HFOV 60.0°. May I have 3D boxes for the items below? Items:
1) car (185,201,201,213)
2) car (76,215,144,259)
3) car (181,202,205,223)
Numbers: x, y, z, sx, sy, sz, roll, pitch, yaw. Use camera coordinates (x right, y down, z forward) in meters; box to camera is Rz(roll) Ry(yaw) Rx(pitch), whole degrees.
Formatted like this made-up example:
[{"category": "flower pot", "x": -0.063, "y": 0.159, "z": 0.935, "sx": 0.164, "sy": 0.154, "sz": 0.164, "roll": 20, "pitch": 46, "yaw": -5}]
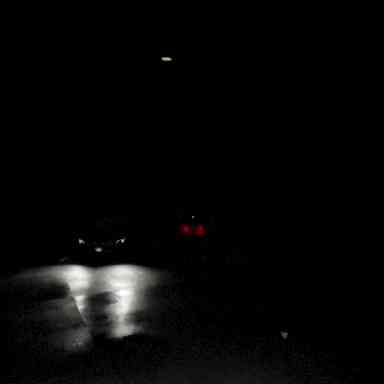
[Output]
[{"category": "car", "x": 0.116, "y": 2.132, "z": 47.369, "sx": 2.128, "sy": 1.511, "sz": 4.902, "roll": 0, "pitch": -1, "yaw": 0}, {"category": "car", "x": -3.044, "y": 1.652, "z": 13.223, "sx": 1.812, "sy": 1.442, "sz": 4.674, "roll": 0, "pitch": -1, "yaw": 0}, {"category": "car", "x": 0.100, "y": 1.821, "z": 29.061, "sx": 2.128, "sy": 1.511, "sz": 4.902, "roll": 0, "pitch": -1, "yaw": 0}]
